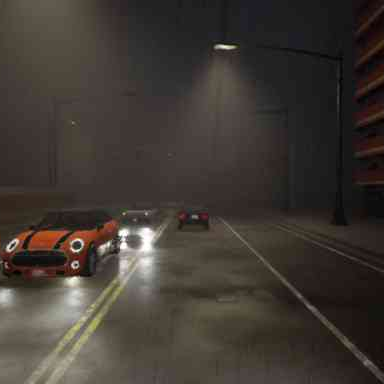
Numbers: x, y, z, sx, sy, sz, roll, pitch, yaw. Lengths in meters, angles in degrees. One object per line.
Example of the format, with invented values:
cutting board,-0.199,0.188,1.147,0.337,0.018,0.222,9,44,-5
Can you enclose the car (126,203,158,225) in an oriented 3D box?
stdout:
car,-3.552,1.455,23.080,1.895,1.301,4.718,0,0,0

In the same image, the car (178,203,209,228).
car,0.086,1.413,21.097,2.033,1.411,5.357,0,0,0

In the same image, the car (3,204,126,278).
car,-3.601,1.288,10.018,2.097,1.767,4.553,0,0,0
